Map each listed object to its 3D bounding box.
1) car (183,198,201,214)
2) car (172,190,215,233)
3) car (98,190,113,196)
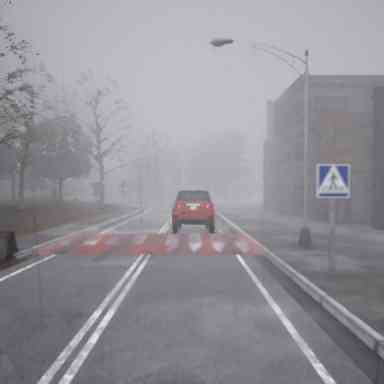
[{"bbox_3d":[0.029,1.482,36.268,1.812,1.442,4.674,0,0,0],"label":"car"},{"bbox_3d":[0.078,1.114,18.425,2.150,2.045,5.566,0,-6,0],"label":"car"},{"bbox_3d":[-24.007,0.309,92.194,2.128,1.511,4.902,1,2,29],"label":"car"}]
